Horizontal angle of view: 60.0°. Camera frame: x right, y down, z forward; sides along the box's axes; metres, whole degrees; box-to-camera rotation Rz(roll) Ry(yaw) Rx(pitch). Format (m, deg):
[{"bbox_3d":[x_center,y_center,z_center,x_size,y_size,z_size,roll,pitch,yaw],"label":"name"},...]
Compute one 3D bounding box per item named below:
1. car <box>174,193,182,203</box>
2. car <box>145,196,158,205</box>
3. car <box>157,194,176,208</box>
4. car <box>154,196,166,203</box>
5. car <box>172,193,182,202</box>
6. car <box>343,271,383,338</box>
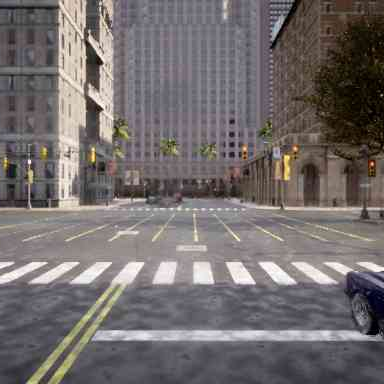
[{"bbox_3d":[-3.591,1.482,66.591,2.128,1.511,4.902,0,0,1],"label":"car"},{"bbox_3d":[-7.178,1.516,59.788,1.812,1.442,4.674,0,0,0],"label":"car"},{"bbox_3d":[-3.591,1.497,47.932,1.837,1.490,4.892,0,0,-2],"label":"car"},{"bbox_3d":[-7.011,1.528,73.009,2.033,1.411,5.357,0,0,0],"label":"car"},{"bbox_3d":[-3.472,1.211,77.442,2.150,2.045,5.566,0,0,0],"label":"car"},{"bbox_3d":[3.531,1.602,3.714,1.895,1.301,4.718,0,0,1],"label":"car"}]
